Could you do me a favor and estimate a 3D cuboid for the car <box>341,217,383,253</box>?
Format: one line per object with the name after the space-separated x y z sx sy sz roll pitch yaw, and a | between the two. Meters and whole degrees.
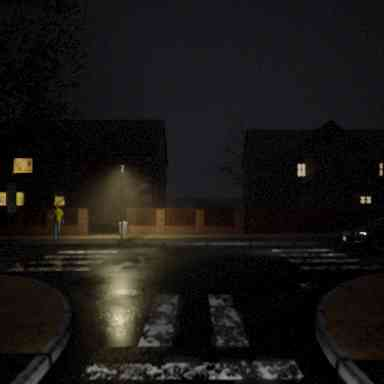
8.629 1.588 13.428 4.902 1.511 2.128 0 -2 1 | car

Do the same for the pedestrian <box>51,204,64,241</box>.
-6.715 1.474 16.546 0.375 1.860 0.375 0 -1 1 | pedestrian
